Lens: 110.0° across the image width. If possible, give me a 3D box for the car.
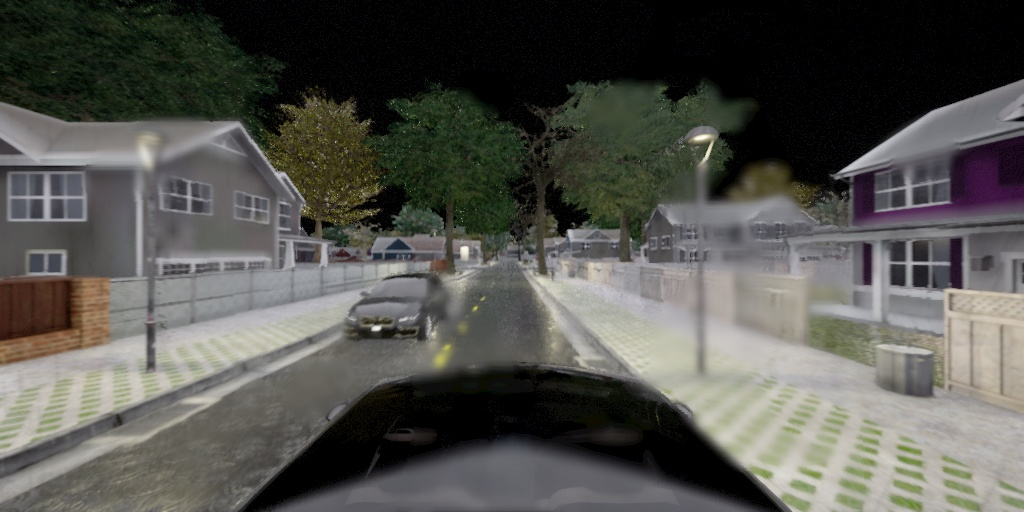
[{"bbox_3d":[-2.850,1.273,9.962,1.837,1.490,4.892,0,0,0],"label":"car"}]
